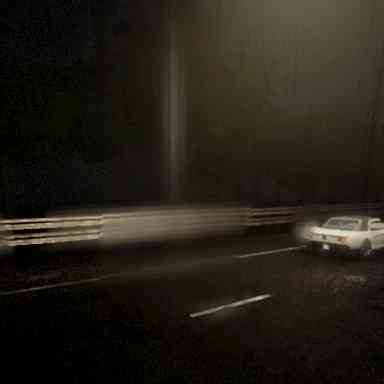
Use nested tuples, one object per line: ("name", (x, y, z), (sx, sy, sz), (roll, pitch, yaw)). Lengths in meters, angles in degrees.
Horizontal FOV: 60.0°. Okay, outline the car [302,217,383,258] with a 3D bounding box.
("car", (6.419, 1.588, 12.695), (4.718, 1.301, 1.895), (0, 0, -35))
